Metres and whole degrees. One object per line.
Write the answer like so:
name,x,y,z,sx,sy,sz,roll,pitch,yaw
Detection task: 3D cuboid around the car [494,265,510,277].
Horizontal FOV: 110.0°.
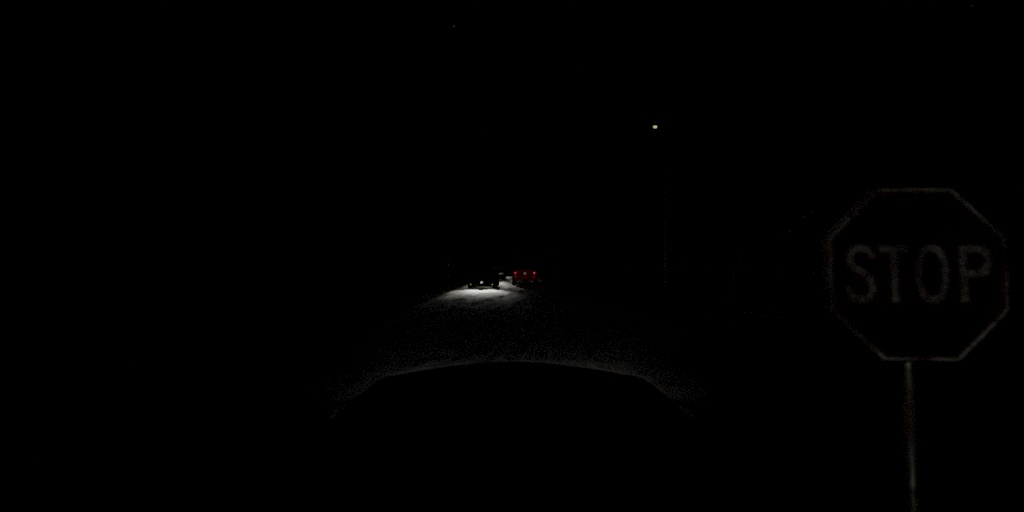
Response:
car,-1.237,1.953,48.012,1.812,1.442,4.674,0,-1,2

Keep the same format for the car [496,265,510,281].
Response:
car,-1.610,1.734,37.338,2.128,1.511,4.902,0,-1,2

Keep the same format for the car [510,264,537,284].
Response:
car,1.140,1.498,31.747,2.097,1.767,4.553,0,-1,2

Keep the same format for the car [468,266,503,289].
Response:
car,-1.998,1.627,26.160,1.994,1.385,4.181,0,-1,2
